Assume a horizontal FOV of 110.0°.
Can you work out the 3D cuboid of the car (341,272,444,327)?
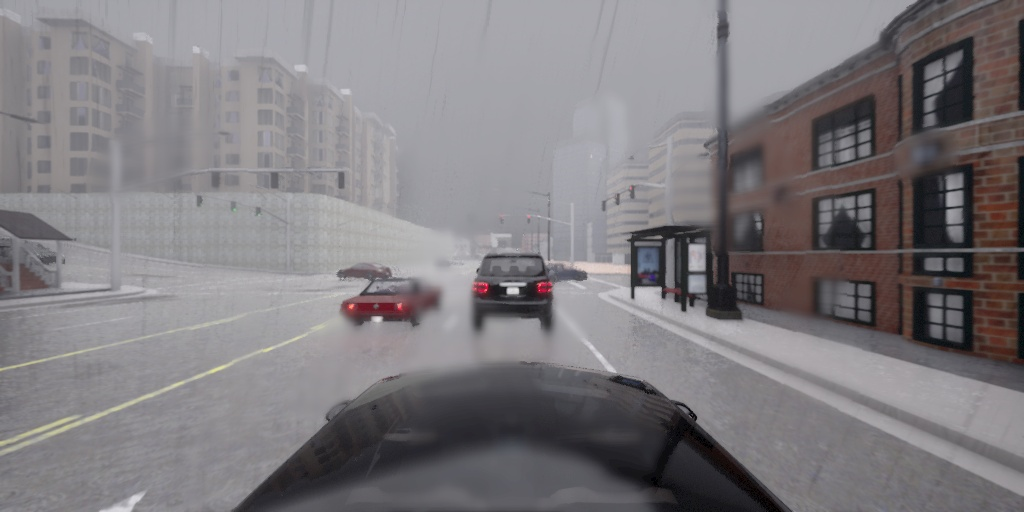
[{"bbox_3d":[-3.468,1.341,11.449,1.895,1.301,4.718,0,0,0],"label":"car"}]

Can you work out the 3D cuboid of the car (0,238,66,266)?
[{"bbox_3d":[-37.008,-0.333,27.241,4.553,1.767,2.097,9,0,0],"label":"car"}]

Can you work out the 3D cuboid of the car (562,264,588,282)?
[{"bbox_3d":[3.432,1.271,26.676,5.357,1.411,2.033,0,0,-43],"label":"car"}]

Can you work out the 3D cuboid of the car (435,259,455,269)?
[{"bbox_3d":[-10.821,1.255,56.648,1.994,1.385,4.181,0,0,0],"label":"car"}]

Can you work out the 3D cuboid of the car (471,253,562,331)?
[{"bbox_3d":[0.029,0.955,11.137,2.150,2.045,5.566,0,-1,0],"label":"car"}]

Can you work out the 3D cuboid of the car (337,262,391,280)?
[{"bbox_3d":[-12.159,1.246,29.593,4.674,1.442,1.812,0,0,20],"label":"car"}]
